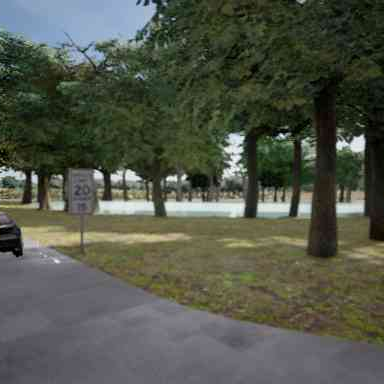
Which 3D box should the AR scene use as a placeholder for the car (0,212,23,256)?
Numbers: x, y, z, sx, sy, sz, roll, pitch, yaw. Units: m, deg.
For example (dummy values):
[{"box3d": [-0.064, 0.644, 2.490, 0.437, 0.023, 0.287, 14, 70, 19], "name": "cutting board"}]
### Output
[{"box3d": [-7.435, 1.445, 11.914, 1.837, 1.490, 4.892, -1, 1, -38], "name": "car"}]
